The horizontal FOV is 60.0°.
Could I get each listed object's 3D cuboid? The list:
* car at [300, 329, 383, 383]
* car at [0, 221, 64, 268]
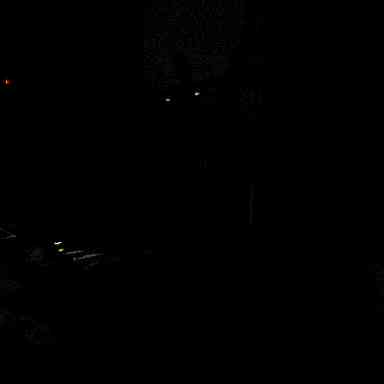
[{"bbox_3d":[2.738,1.315,0.853,5.009,1.841,2.192,0,0,36],"label":"car"},{"bbox_3d":[-6.352,1.480,9.690,4.892,1.490,1.837,0,3,-32],"label":"car"}]
